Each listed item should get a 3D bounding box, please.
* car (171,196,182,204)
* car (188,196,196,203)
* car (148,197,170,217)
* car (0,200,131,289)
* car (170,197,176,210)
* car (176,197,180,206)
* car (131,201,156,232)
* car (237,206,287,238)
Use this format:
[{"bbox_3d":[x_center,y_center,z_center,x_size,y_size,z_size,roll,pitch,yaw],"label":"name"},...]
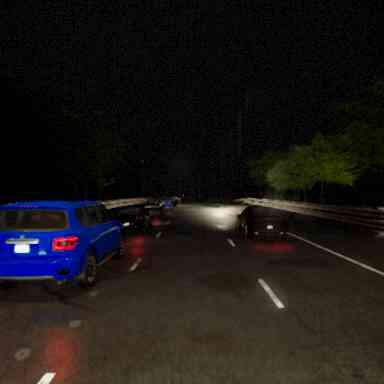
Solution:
[{"bbox_3d":[-3.481,1.833,75.074,2.097,1.767,4.553,0,-1,0],"label":"car"},{"bbox_3d":[0.022,2.020,83.252,1.812,1.442,4.674,0,-1,0],"label":"car"},{"bbox_3d":[-3.492,1.485,31.084,2.128,1.511,4.902,0,0,0],"label":"car"},{"bbox_3d":[-3.401,1.228,9.352,2.150,2.045,5.566,0,0,0],"label":"car"},{"bbox_3d":[-3.489,1.375,42.062,2.097,1.767,4.553,0,0,0],"label":"car"},{"bbox_3d":[-3.487,1.623,53.127,2.163,1.488,4.792,0,-1,0],"label":"car"},{"bbox_3d":[-3.495,1.525,20.080,1.812,1.442,4.674,0,0,0],"label":"car"},{"bbox_3d":[3.605,1.479,17.849,1.882,1.535,5.008,0,0,0],"label":"car"}]
